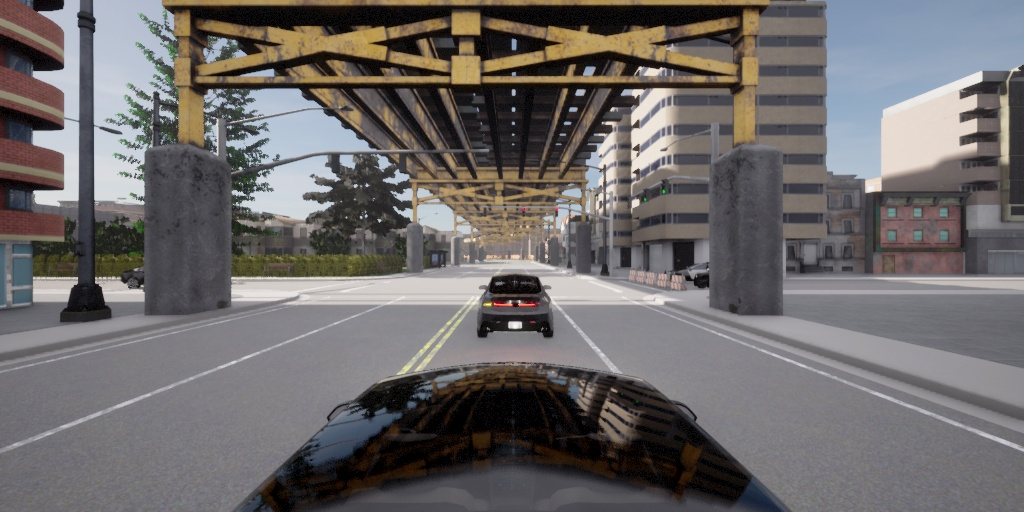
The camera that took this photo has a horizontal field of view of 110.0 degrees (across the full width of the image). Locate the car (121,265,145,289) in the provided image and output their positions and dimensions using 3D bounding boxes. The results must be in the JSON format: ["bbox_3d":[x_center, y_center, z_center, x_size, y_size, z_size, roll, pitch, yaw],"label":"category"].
[{"bbox_3d":[-21.288,1.241,22.335,4.902,1.511,2.128,0,0,0],"label":"car"}]

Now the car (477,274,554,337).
[{"bbox_3d":[0.089,1.255,10.211,1.837,1.490,4.892,0,0,0],"label":"car"}]
